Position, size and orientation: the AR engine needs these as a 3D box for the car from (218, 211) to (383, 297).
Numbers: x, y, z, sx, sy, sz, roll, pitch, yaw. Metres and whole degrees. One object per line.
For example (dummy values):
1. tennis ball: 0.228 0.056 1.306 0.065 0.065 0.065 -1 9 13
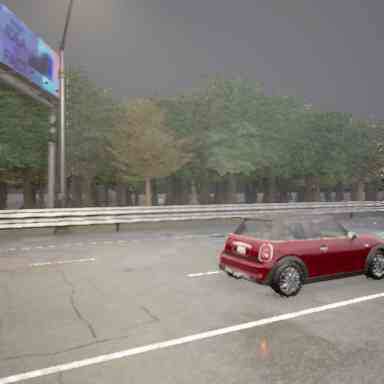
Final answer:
1. car: 3.017 1.349 8.657 4.553 1.767 2.097 0 0 -28
